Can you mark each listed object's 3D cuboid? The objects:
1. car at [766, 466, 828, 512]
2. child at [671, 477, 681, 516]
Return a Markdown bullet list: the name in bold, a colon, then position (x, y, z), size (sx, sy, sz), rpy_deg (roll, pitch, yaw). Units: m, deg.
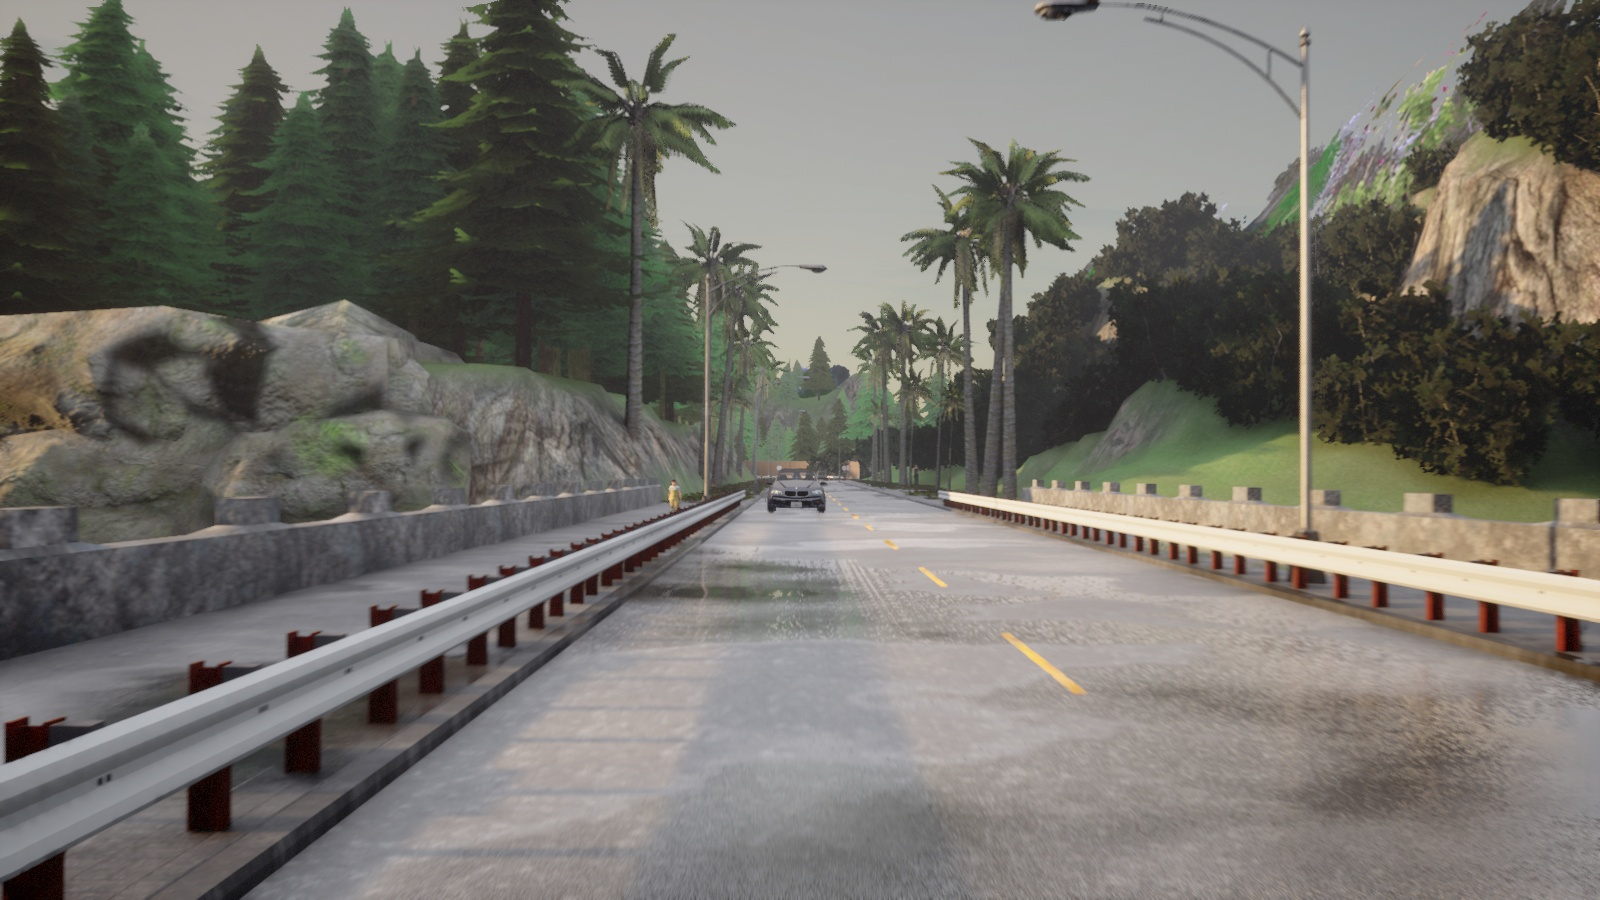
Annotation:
- **car**: position (-0.120, 1.466, 48.363), size (2.242, 1.667, 4.611), rpy_deg (0, -1, 0)
- **child**: position (-4.041, 1.504, 40.929), size (0.270, 1.263, 0.437), rpy_deg (0, -1, 0)
